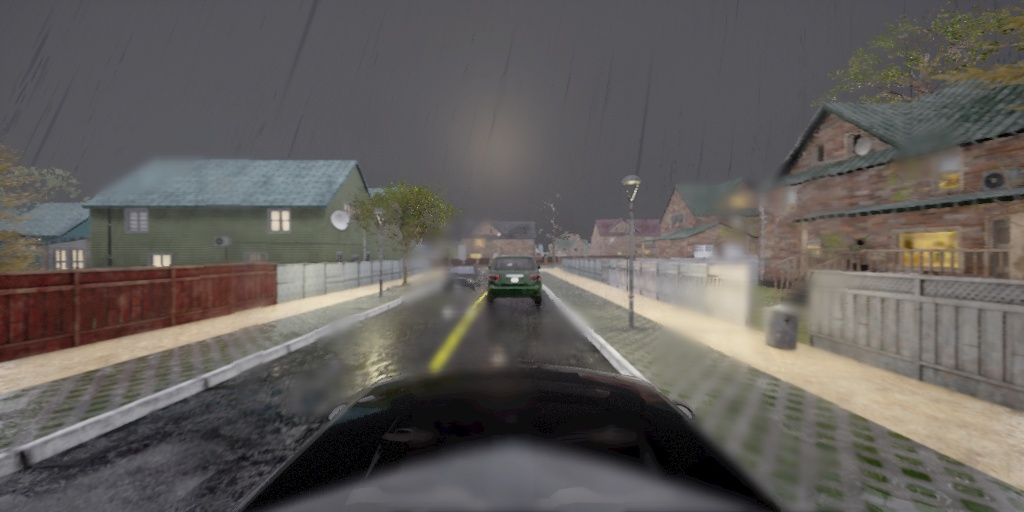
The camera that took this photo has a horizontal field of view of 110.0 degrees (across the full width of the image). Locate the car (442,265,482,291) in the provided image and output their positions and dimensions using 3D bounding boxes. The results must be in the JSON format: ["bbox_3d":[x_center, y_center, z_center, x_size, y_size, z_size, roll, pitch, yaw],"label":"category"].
[{"bbox_3d":[-2.850,1.264,21.564,2.033,1.411,5.357,0,0,0],"label":"car"}]

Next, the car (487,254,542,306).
[{"bbox_3d":[0.099,0.947,15.768,2.150,2.045,5.566,0,0,0],"label":"car"}]
